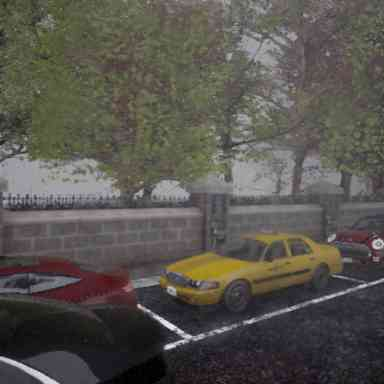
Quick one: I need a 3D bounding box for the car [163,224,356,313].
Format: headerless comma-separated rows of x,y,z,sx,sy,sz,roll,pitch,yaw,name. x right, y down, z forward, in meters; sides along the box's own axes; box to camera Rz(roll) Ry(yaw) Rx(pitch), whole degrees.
1.579,1.551,7.681,4.829,1.417,1.752,0,0,-35,car

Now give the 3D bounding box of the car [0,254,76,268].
-2.792,1.583,4.564,4.206,1.307,1.802,0,0,-35,car

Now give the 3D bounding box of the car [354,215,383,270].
6.228,1.492,10.996,4.097,1.590,1.967,0,0,-35,car

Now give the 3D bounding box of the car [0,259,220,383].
-2.344,1.500,1.706,4.892,1.490,1.837,0,0,-35,car
